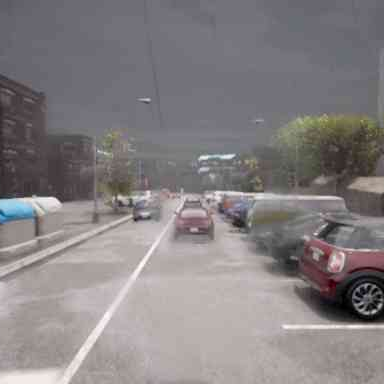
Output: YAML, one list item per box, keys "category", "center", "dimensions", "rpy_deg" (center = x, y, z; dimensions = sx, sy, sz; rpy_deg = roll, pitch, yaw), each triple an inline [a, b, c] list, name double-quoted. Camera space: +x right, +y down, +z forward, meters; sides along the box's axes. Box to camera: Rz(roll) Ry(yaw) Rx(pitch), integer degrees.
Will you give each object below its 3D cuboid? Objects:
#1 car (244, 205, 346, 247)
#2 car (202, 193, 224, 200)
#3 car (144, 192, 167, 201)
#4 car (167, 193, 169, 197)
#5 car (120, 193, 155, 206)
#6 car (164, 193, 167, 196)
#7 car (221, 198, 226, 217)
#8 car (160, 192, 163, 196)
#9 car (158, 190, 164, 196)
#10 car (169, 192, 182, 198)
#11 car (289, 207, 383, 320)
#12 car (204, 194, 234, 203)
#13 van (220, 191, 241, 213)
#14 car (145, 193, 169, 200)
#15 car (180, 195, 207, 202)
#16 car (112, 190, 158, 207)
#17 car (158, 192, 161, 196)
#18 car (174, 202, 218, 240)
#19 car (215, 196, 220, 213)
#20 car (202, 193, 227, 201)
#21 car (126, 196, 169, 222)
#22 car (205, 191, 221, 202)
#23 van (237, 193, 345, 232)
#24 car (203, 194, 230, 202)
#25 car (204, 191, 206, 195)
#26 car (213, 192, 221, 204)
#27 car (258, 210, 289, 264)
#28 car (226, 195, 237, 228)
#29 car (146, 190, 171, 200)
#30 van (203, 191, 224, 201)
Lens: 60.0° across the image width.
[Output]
- category: "car"
  center: [4.649, 1.400, 12.280]
  dimensions: [4.892, 1.521, 2.231]
  rpy_deg: [0, 0, 0]
- category: "car"
  center: [4.605, 0.967, 73.751]
  dimensions: [4.892, 1.521, 2.231]
  rpy_deg: [0, 2, 0]
- category: "car"
  center: [-7.687, 0.890, 70.500]
  dimensions: [4.553, 1.767, 2.185]
  rpy_deg: [0, 1, 0]
- category: "car"
  center: [-7.531, 1.037, 67.559]
  dimensions: [5.366, 1.575, 1.946]
  rpy_deg: [0, 0, 0]
- category: "car"
  center: [-7.673, 1.049, 46.865]
  dimensions: [4.553, 1.767, 2.185]
  rpy_deg: [0, 0, 0]
- category: "car"
  center: [-7.719, 1.080, 61.556]
  dimensions: [4.892, 1.521, 2.231]
  rpy_deg: [0, 0, 0]
- category: "car"
  center: [4.635, 1.367, 23.454]
  dimensions: [4.674, 1.452, 2.002]
  rpy_deg: [0, 0, 0]
- category: "car"
  center: [-7.739, 1.146, 55.806]
  dimensions: [4.792, 1.488, 2.163]
  rpy_deg: [0, 0, 0]
- category: "car"
  center: [-7.742, 0.971, 58.743]
  dimensions: [4.553, 1.767, 2.185]
  rpy_deg: [0, 0, 0]
- category: "car"
  center: [-3.035, 0.767, 65.859]
  dimensions: [1.882, 1.535, 5.008]
  rpy_deg: [0, 0, 0]
- category: "car"
  center: [4.614, 1.310, 6.694]
  dimensions: [4.553, 1.767, 2.185]
  rpy_deg: [0, 0, 0]
- category: "car"
  center: [4.614, 1.108, 56.978]
  dimensions: [5.008, 1.535, 2.097]
  rpy_deg: [0, 0, 0]
- category: "van"
  center: [4.753, 1.083, 26.246]
  dimensions: [4.442, 1.987, 1.878]
  rpy_deg: [0, 0, 0]
- category: "car"
  center: [-7.724, 0.975, 73.331]
  dimensions: [5.008, 1.535, 2.097]
  rpy_deg: [0, 1, 0]
- category: "car"
  center: [0.082, 1.271, 33.746]
  dimensions: [2.128, 1.511, 4.902]
  rpy_deg: [0, 0, 0]
- category: "car"
  center: [-7.732, 0.941, 44.051]
  dimensions: [5.566, 2.045, 2.435]
  rpy_deg: [0, 0, 0]
- category: "car"
  center: [-7.705, 1.175, 52.867]
  dimensions: [4.674, 1.452, 2.002]
  rpy_deg: [0, 0, 0]
- category: "car"
  center: [0.089, 1.419, 16.322]
  dimensions: [1.812, 1.442, 4.674]
  rpy_deg: [0, 0, 0]
- category: "car"
  center: [4.663, 1.320, 29.044]
  dimensions: [4.792, 1.488, 2.163]
  rpy_deg: [0, 0, 0]
- category: "car"
  center: [4.620, 1.037, 68.149]
  dimensions: [4.892, 1.521, 2.231]
  rpy_deg: [0, 1, 0]
- category: "car"
  center: [-3.111, 1.332, 24.378]
  dimensions: [2.128, 1.511, 4.902]
  rpy_deg: [0, 0, 0]
- category: "car"
  center: [4.655, 1.037, 48.721]
  dimensions: [4.553, 1.767, 2.185]
  rpy_deg: [0, 0, 0]
- category: "van"
  center: [4.525, 1.155, 15.072]
  dimensions: [4.442, 1.987, 1.878]
  rpy_deg: [0, 0, 0]
- category: "car"
  center: [4.610, 1.072, 62.689]
  dimensions: [4.892, 1.521, 2.231]
  rpy_deg: [0, 0, 0]
- category: "car"
  center: [4.593, 0.875, 54.182]
  dimensions: [5.566, 2.045, 2.435]
  rpy_deg: [0, 0, 0]
- category: "car"
  center: [4.602, 1.146, 31.834]
  dimensions: [4.553, 1.767, 2.185]
  rpy_deg: [0, 0, 0]
- category: "car"
  center: [4.639, 1.418, 9.486]
  dimensions: [4.892, 1.521, 2.231]
  rpy_deg: [0, 0, 0]
- category: "car"
  center: [4.669, 1.219, 20.661]
  dimensions: [4.553, 1.767, 2.185]
  rpy_deg: [0, 0, 0]
- category: "car"
  center: [-7.692, 0.657, 76.270]
  dimensions: [5.566, 2.045, 2.435]
  rpy_deg: [0, 1, 0]
- category: "van"
  center: [4.496, 0.786, 70.941]
  dimensions: [4.442, 1.987, 1.878]
  rpy_deg: [0, 1, 0]
